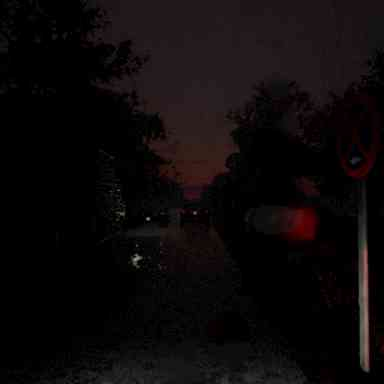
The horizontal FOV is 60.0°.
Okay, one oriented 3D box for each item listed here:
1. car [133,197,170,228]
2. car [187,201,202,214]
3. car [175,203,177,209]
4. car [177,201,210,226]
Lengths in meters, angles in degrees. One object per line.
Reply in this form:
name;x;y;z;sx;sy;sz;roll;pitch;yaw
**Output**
car;-2.774;1.363;23.835;2.150;2.045;5.566;1;-1;0
car;0.361;1.954;42.915;1.882;1.535;5.008;0;-1;1
car;-2.262;2.628;64.572;1.994;1.385;4.181;0;-2;1
car;0.232;1.520;25.212;2.097;1.767;4.553;0;-1;0
